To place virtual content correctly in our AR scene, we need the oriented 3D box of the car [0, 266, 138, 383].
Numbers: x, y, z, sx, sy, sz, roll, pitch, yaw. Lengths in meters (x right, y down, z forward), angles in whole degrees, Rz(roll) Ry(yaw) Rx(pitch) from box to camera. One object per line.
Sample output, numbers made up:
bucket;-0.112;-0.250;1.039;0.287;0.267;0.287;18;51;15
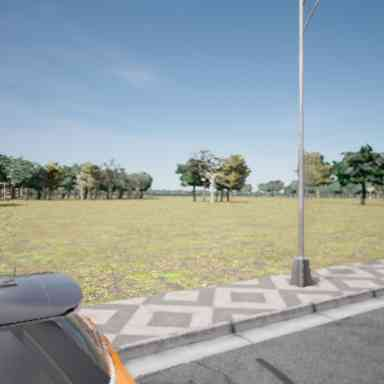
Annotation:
car;-2.454;1.379;1.567;4.553;1.767;2.097;1;-1;-30
